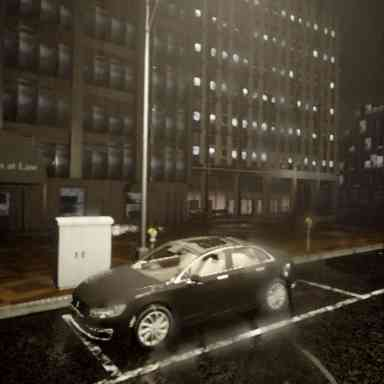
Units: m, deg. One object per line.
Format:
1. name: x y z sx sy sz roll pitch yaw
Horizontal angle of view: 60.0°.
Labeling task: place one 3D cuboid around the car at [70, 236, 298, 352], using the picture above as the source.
1. car: 0.093 1.552 6.105 4.403 1.369 2.008 0 1 -35
